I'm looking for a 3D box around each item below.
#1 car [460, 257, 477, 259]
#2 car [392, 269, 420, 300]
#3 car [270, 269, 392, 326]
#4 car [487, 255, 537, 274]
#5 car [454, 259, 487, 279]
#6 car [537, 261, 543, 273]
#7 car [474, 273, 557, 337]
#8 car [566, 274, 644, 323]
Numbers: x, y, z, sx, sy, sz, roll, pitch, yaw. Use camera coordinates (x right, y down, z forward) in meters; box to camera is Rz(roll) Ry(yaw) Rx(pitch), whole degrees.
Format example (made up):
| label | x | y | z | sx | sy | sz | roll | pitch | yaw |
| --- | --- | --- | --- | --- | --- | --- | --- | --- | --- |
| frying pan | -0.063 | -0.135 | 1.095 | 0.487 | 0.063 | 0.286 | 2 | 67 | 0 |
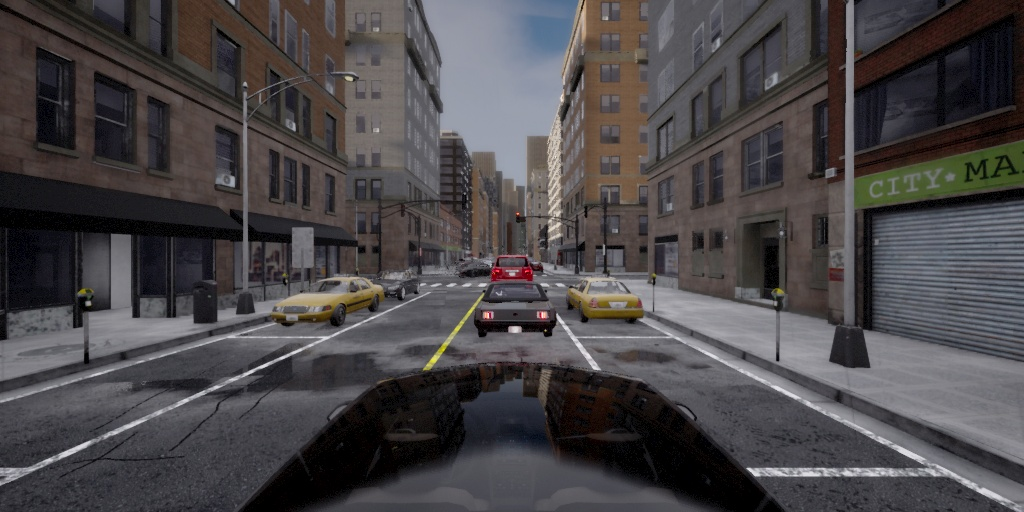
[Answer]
| label | x | y | z | sx | sy | sz | roll | pitch | yaw |
| --- | --- | --- | --- | --- | --- | --- | --- | --- | --- |
| car | -5.651 | 1.078 | 44.116 | 2.192 | 1.841 | 5.009 | 0 | 0 | 0 |
| car | -5.662 | 1.302 | 17.342 | 2.007 | 1.370 | 4.403 | 0 | 0 | 0 |
| car | -5.664 | 1.276 | 11.647 | 1.751 | 1.417 | 4.829 | 0 | 0 | 0 |
| car | 0.008 | 0.974 | 19.993 | 2.150 | 2.045 | 5.566 | 0 | 0 | 0 |
| car | -3.078 | 1.276 | 32.775 | 4.674 | 1.442 | 1.812 | 0 | 1 | -44 |
| car | 2.874 | 1.308 | 44.112 | 1.888 | 1.381 | 4.507 | 0 | 0 | 0 |
| car | 0.085 | 1.351 | 10.223 | 1.895 | 1.301 | 4.718 | 0 | 0 | 0 |
| car | 2.861 | 1.276 | 11.983 | 1.751 | 1.417 | 4.829 | 0 | 0 | 0 |
